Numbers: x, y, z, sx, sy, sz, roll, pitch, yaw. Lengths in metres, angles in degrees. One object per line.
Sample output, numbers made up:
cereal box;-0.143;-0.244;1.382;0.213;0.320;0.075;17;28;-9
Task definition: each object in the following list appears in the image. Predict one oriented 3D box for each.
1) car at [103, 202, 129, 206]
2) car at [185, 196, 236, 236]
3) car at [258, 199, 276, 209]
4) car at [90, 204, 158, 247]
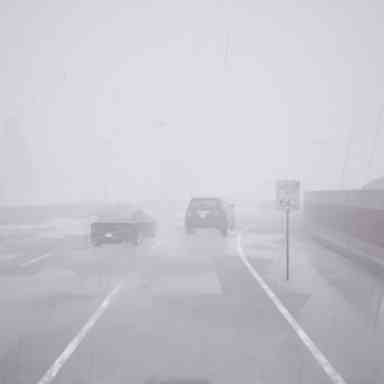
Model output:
car;-6.480;1.615;29.910;2.033;1.411;5.357;0;0;28
car;1.174;1.269;19.147;2.150;2.045;5.566;-1;0;14
car;11.175;1.630;46.096;4.674;1.442;1.812;0;-1;-37
car;-2.903;1.513;15.198;1.882;1.535;5.008;-1;0;7
